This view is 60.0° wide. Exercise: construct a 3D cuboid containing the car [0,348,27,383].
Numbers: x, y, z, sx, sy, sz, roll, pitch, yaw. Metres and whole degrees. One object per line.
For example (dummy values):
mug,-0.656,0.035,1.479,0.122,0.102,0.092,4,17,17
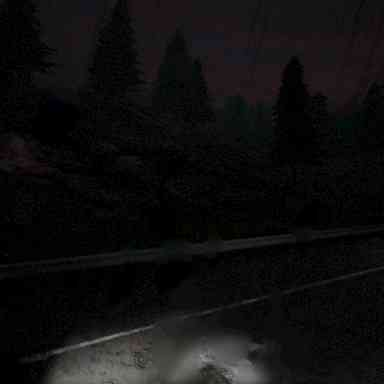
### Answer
car,-3.301,1.507,1.331,4.892,1.490,1.837,0,0,-36
